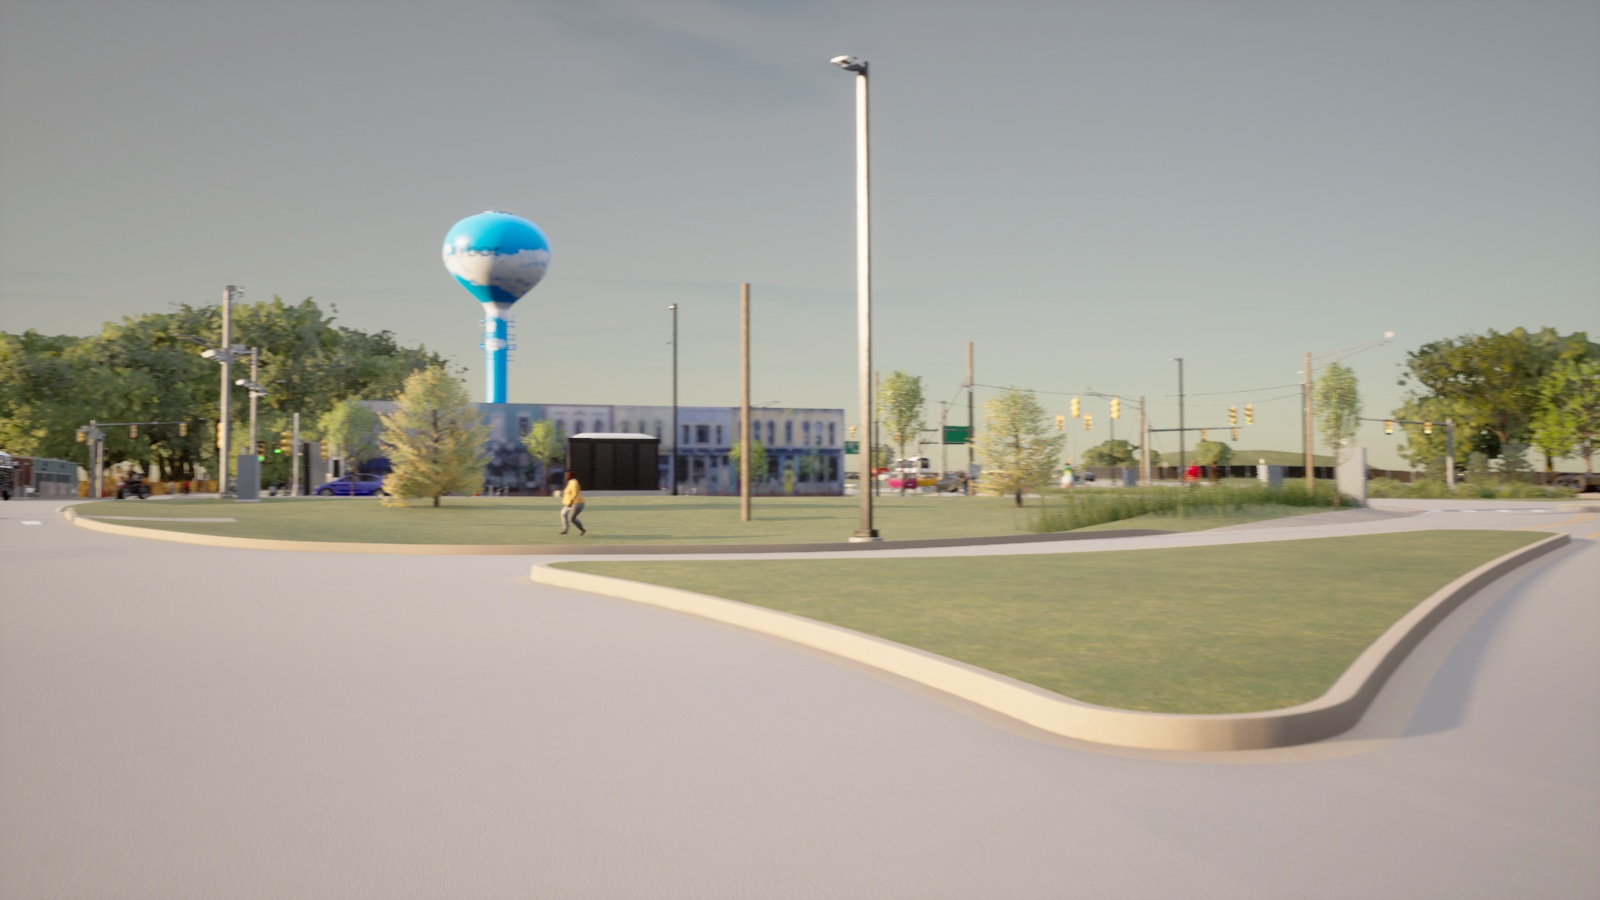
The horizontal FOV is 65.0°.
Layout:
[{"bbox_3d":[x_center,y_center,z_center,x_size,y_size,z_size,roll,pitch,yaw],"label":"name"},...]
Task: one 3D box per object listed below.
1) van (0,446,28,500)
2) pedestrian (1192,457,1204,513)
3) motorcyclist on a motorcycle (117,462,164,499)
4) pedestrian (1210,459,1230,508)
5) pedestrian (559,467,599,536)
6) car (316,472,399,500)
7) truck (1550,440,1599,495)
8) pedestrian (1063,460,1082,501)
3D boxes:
[{"bbox_3d":[-31.916,0.918,49.232,2.069,2.038,4.480,1,-2,-22],"label":"van"},{"bbox_3d":[13.367,1.179,42.168,0.331,1.846,0.636,-1,-3,15],"label":"pedestrian"},{"bbox_3d":[-29.761,1.403,56.689,0.766,1.649,2.350,0,-2,3],"label":"motorcyclist on a motorcycle"},{"bbox_3d":[16.064,1.293,48.028,0.431,1.840,0.703,0,-2,-4],"label":"pedestrian"},{"bbox_3d":[-6.090,1.417,34.539,0.900,1.855,0.874,1,-3,-23],"label":"pedestrian"},{"bbox_3d":[-24.390,1.993,69.349,4.193,1.474,1.816,1,-3,-16],"label":"car"},{"bbox_3d":[51.500,1.092,78.592,2.891,3.462,7.936,1,-1,-16],"label":"truck"},{"bbox_3d":[13.129,1.473,60.479,0.659,1.952,0.873,0,-2,-6],"label":"pedestrian"}]
